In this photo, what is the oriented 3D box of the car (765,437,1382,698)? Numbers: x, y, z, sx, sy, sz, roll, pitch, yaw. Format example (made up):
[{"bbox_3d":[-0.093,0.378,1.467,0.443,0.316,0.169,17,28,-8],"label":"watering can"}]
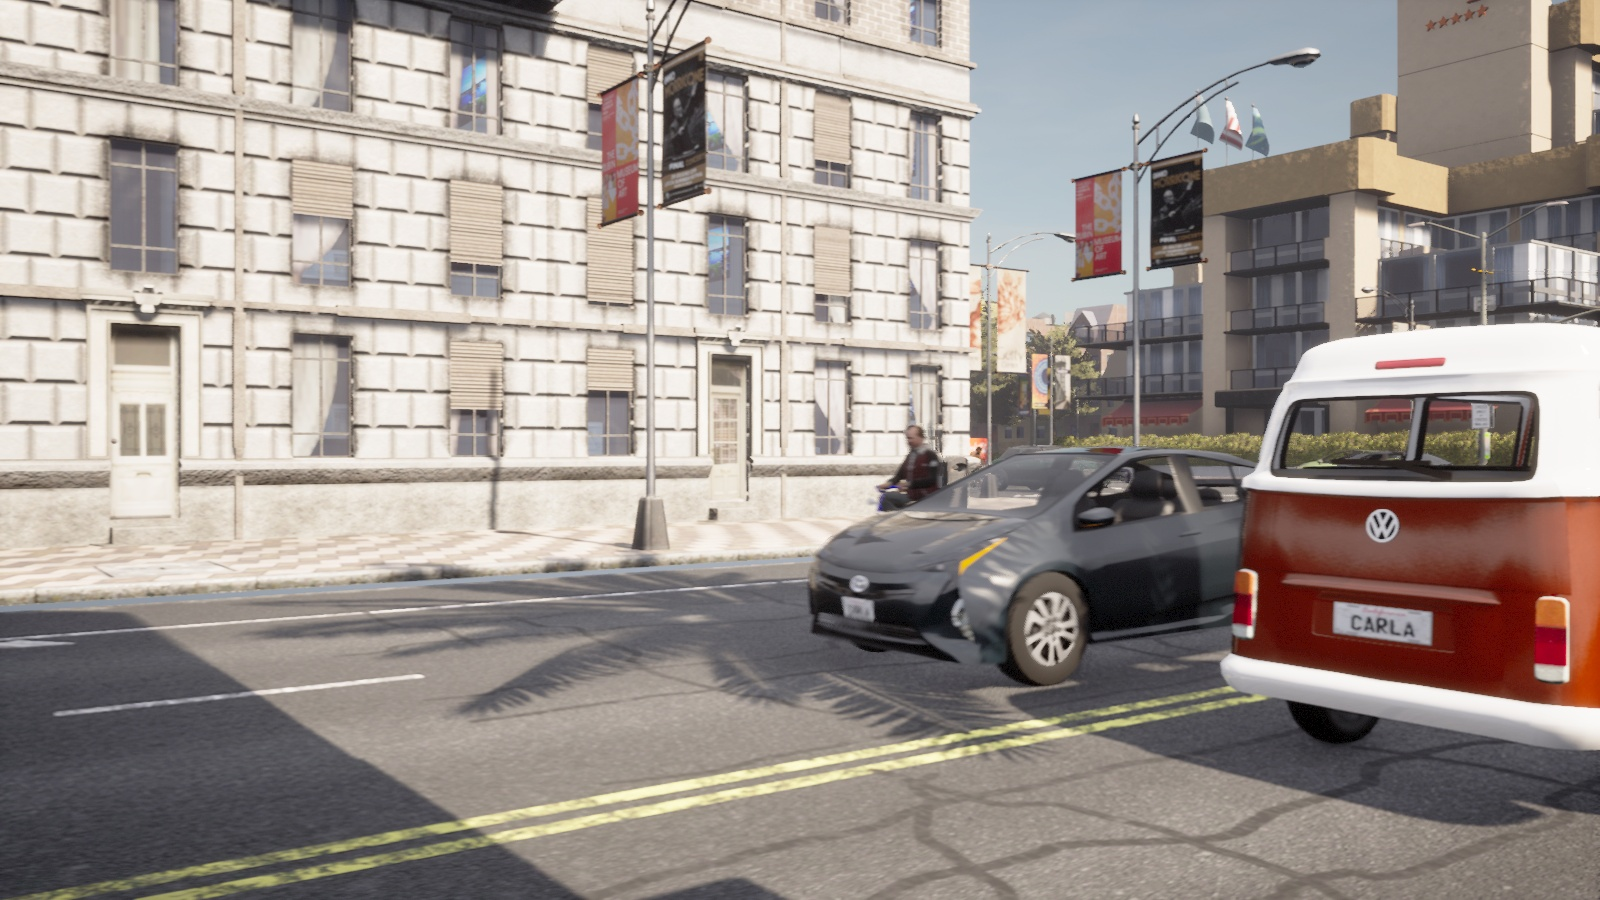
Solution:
[{"bbox_3d":[2.175,0.685,9.452,4.514,1.525,2.007,0,0,-35],"label":"car"}]

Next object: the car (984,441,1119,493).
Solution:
[{"bbox_3d":[8.958,0.573,45.053,2.097,1.767,4.553,0,0,-35],"label":"car"}]

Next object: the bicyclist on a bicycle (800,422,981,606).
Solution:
[{"bbox_3d":[0.948,0.616,12.863,1.843,1.776,0.659,0,0,-35],"label":"bicyclist on a bicycle"}]

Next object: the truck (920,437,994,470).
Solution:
[{"bbox_3d":[12.091,0.230,96.431,5.204,2.467,2.627,0,0,-36],"label":"truck"}]

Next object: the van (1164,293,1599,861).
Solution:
[{"bbox_3d":[4.197,0.450,6.513,4.480,2.038,2.069,0,0,-35],"label":"van"}]
